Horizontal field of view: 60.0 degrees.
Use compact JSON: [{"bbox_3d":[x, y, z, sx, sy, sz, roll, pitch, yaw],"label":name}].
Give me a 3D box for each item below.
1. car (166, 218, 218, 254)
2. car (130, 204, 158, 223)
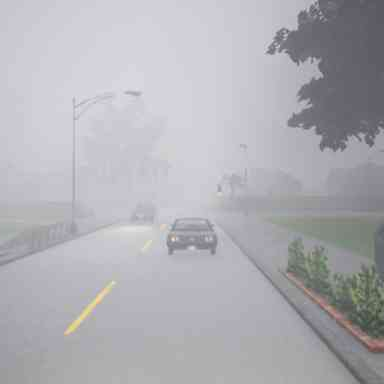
[{"bbox_3d":[0.001,1.732,14.104,1.895,1.301,4.718,0,0,0],"label":"car"},{"bbox_3d":[-4.003,1.757,28.433,2.128,1.511,4.902,0,-1,0],"label":"car"}]
